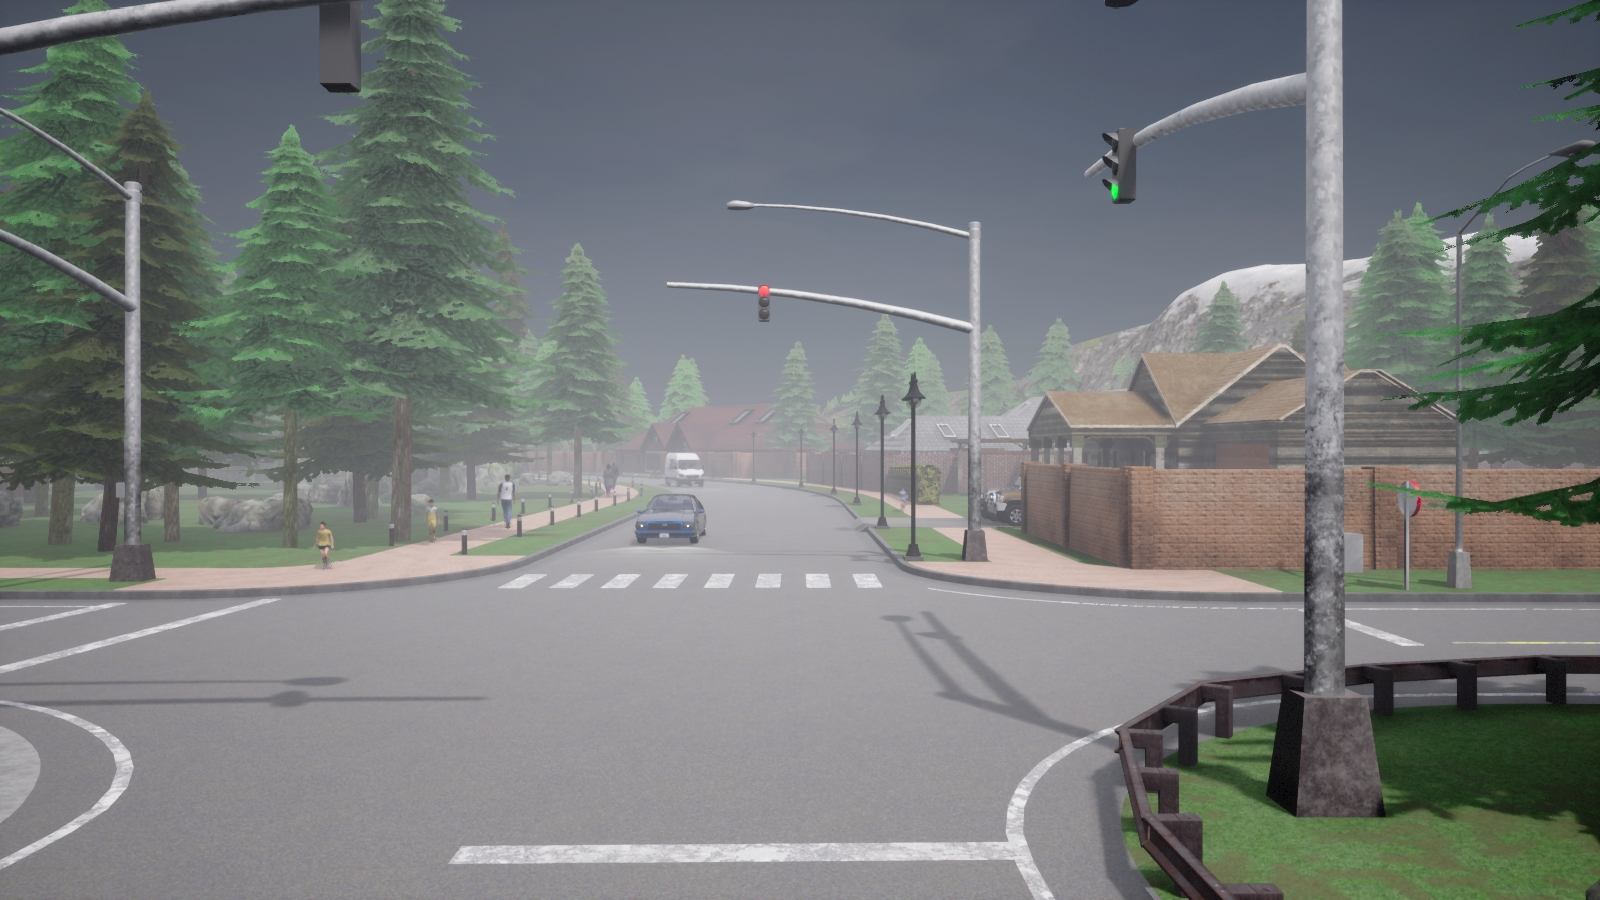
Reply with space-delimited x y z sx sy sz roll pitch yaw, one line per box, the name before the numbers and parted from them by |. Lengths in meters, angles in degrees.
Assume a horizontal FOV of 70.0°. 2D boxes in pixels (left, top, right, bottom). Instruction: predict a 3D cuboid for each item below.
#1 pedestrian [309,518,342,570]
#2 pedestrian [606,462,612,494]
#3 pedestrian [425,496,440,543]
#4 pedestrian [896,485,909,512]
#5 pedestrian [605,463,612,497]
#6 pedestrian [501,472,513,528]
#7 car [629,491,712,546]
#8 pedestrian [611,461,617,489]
pedestrian | -10.411 2.054 25.080 0.500 1.100 0.500 0 0 1
pedestrian | -11.185 1.661 66.944 0.375 1.860 0.375 0 0 -8
pedestrian | -10.337 1.943 32.123 0.375 1.300 0.375 0 0 -15
pedestrian | 4.325 2.046 48.133 0.500 1.100 0.500 0 0 -1
pedestrian | -10.533 1.664 62.825 0.375 1.860 0.375 0 0 -8
pedestrian | -9.845 1.664 38.352 0.375 1.860 0.375 0 0 -13
car | -3.930 2.072 35.589 2.033 1.411 5.357 0 0 0
pedestrian | -12.241 1.662 75.191 0.375 1.860 0.375 0 0 -8
